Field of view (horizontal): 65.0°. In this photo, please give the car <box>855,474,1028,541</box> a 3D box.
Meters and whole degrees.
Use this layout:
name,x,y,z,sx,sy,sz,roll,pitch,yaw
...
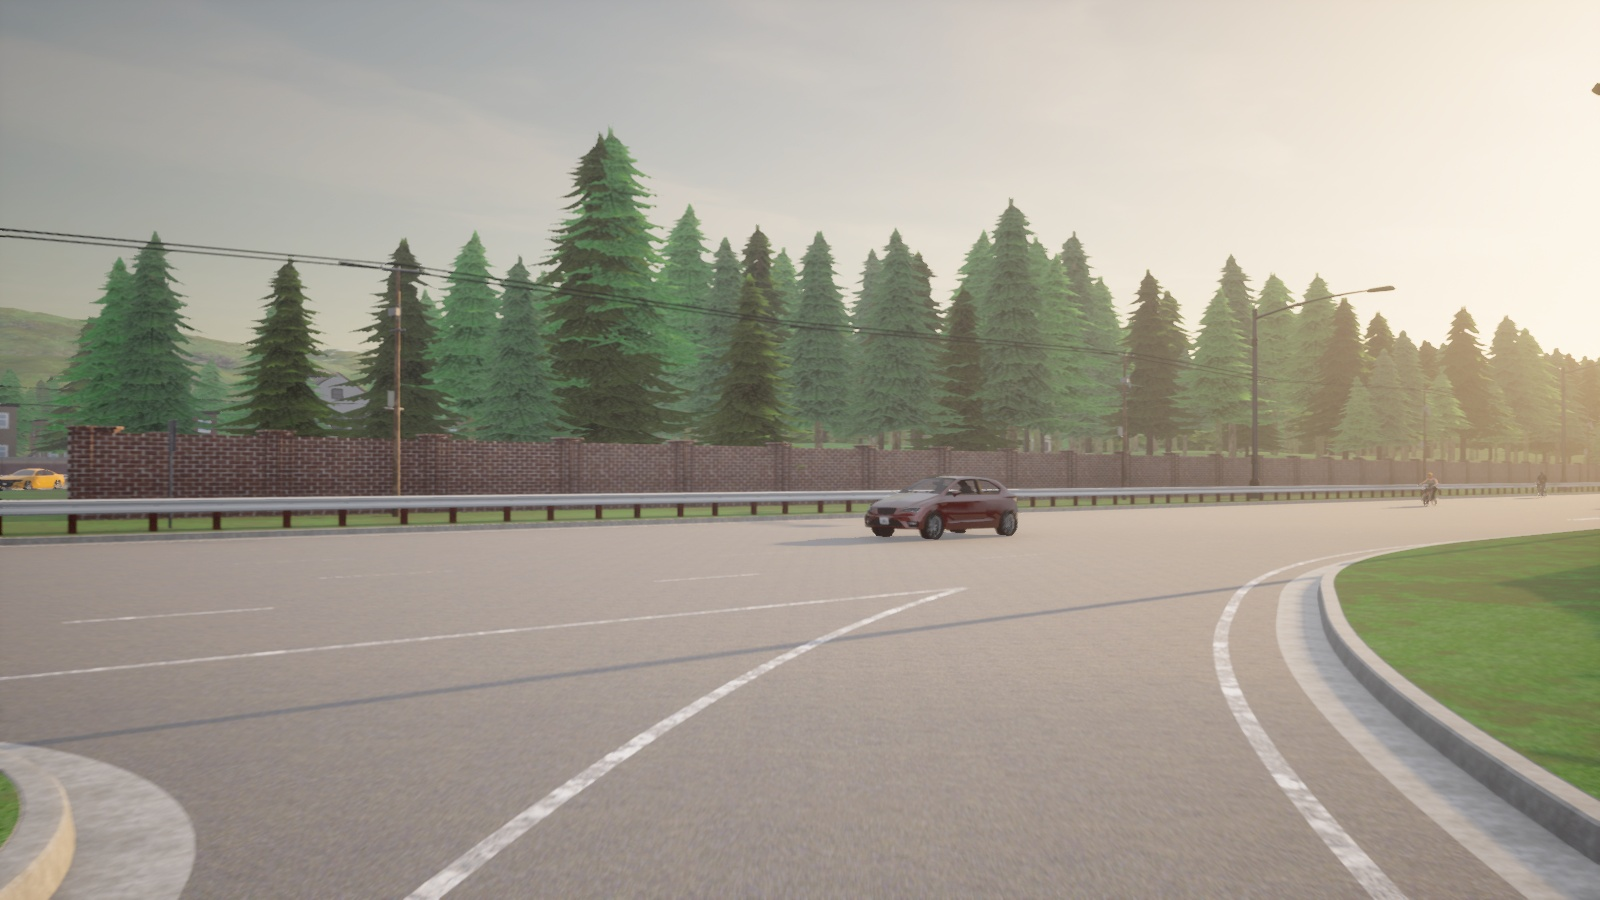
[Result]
name,x,y,z,sx,sy,sz,roll,pitch,yaw
car,3.434,1.316,30.014,4.193,1.474,1.816,1,-1,-43
